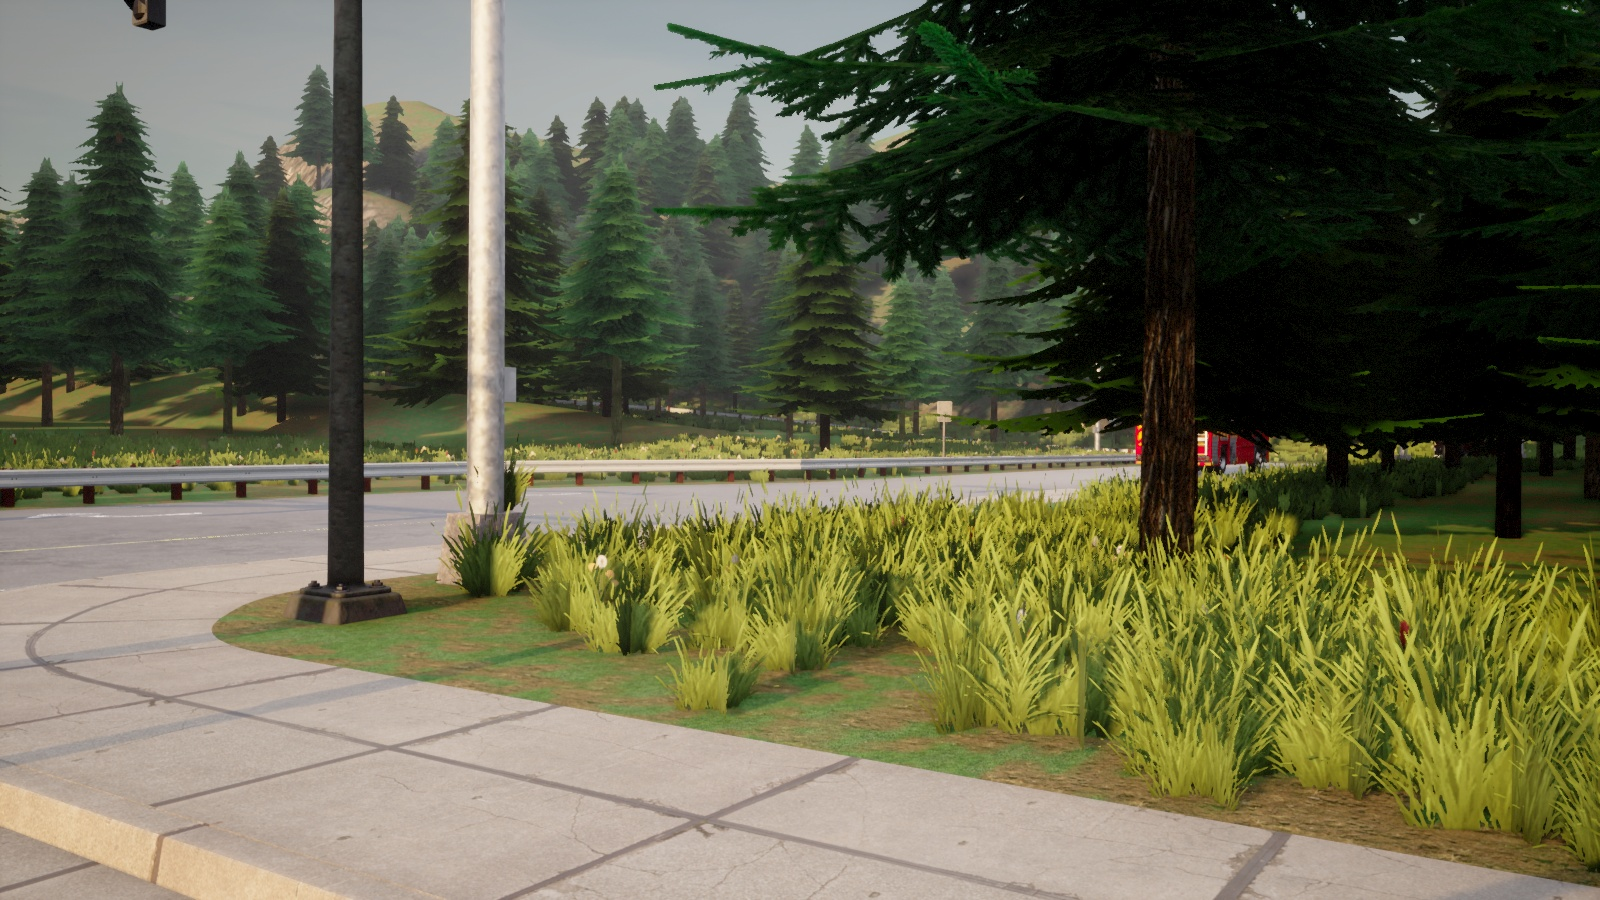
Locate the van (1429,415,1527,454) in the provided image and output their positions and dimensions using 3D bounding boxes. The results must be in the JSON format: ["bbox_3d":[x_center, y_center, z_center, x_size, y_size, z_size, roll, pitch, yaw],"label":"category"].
[{"bbox_3d":[38.496,-0.905,71.349,4.480,2.038,2.069,-2,1,-4],"label":"van"}]

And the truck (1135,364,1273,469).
[{"bbox_3d":[16.175,-1.287,49.850,2.891,3.827,8.468,0,1,35],"label":"truck"}]
